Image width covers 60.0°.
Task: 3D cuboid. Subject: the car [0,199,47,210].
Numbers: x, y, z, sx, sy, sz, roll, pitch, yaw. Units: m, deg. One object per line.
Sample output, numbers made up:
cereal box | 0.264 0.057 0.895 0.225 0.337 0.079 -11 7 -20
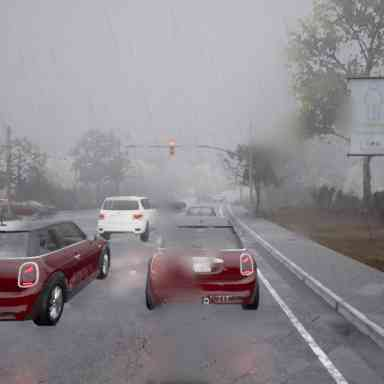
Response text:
car | -14.506 1.477 29.848 5.008 1.535 1.882 0 0 18

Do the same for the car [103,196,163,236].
car | -3.046 1.221 16.924 2.150 2.045 5.566 0 0 2

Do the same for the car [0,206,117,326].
car | -3.290 1.352 7.247 2.097 1.767 4.553 0 0 1

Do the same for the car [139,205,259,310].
car | 0.219 1.352 7.992 2.097 1.767 4.553 0 0 1

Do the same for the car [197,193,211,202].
car | 2.471 1.218 75.666 2.150 2.045 5.566 0 0 9

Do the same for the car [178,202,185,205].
car | 0.473 1.492 17.199 2.128 1.511 4.902 0 0 2

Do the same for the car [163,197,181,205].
car | -2.830 1.352 37.609 4.553 1.767 2.097 0 -1 -45

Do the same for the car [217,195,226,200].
car | 7.693 1.392 85.668 1.812 1.442 4.674 0 0 10

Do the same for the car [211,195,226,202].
car | 6.001 1.590 75.576 1.895 1.301 4.718 0 0 9

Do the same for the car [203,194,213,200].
car | 4.172 1.328 85.862 1.882 1.535 5.008 0 0 10
